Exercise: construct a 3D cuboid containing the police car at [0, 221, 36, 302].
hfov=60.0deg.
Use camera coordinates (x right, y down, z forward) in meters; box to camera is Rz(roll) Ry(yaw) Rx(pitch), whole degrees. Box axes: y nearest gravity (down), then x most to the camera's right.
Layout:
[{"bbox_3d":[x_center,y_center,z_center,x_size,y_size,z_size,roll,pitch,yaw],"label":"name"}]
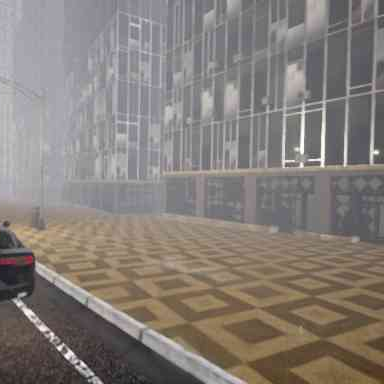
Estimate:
[{"bbox_3d":[-5.136,1.374,7.653,1.930,1.638,5.238,0,0,-39],"label":"police car"}]
